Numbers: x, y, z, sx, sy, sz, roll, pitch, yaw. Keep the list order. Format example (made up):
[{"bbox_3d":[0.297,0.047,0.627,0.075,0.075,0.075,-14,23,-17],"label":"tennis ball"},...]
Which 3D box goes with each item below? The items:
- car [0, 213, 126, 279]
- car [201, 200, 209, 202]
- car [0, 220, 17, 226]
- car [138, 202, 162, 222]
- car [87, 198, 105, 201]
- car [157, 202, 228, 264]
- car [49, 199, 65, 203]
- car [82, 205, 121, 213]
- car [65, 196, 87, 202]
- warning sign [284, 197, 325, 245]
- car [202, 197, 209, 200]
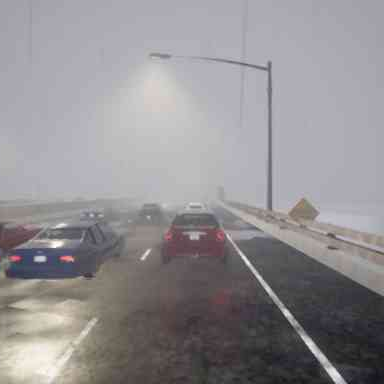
[{"bbox_3d":[-3.427,1.586,10.106,2.033,1.411,5.357,0,0,1],"label":"car"},{"bbox_3d":[0.334,1.638,27.824,1.812,1.442,4.674,0,0,2],"label":"car"},{"bbox_3d":[-6.897,1.645,11.679,1.895,1.301,4.718,0,0,1],"label":"car"},{"bbox_3d":[-3.184,1.617,27.216,1.837,1.490,4.892,0,0,2],"label":"car"},{"bbox_3d":[-16.413,1.796,58.961,1.812,1.442,4.674,0,0,3],"label":"car"},{"bbox_3d":[0.115,1.398,12.186,2.097,1.767,4.553,0,0,1],"label":"car"},{"bbox_3d":[-23.433,1.834,58.492,1.994,1.385,4.181,0,0,3],"label":"car"},{"bbox_3d":[-6.745,1.649,25.070,2.033,1.411,5.357,0,0,1],"label":"car"},{"bbox_3d":[-19.942,1.621,58.407,2.097,1.767,4.553,0,0,3],"label":"car"},{"bbox_3d":[4.616,1.168,13.761,1.300,1.860,1.060,-1,-1,1],"label":"warning sign"},{"bbox_3d":[2.940,1.799,73.482,1.801,1.575,5.366,0,0,3],"label":"car"}]
